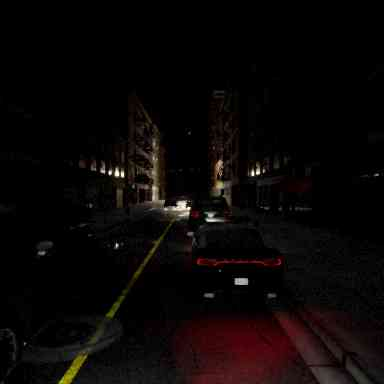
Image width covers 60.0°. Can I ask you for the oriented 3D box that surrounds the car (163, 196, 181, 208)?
[{"bbox_3d":[-3.089,1.578,48.875,2.033,1.411,5.357,0,0,0],"label":"car"}]

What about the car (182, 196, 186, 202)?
[{"bbox_3d":[0.033,1.577,46.862,2.033,1.411,5.357,0,0,1],"label":"car"}]

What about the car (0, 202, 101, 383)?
[{"bbox_3d":[-3.099,1.222,5.324,2.150,2.045,5.566,0,0,0],"label":"car"}]

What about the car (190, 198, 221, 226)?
[{"bbox_3d":[0.905,1.361,24.504,2.097,1.767,4.553,0,0,0],"label":"car"}]

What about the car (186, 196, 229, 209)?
[{"bbox_3d":[0.904,1.231,18.565,2.150,2.045,5.566,0,0,0],"label":"car"}]

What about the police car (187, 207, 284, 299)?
[{"bbox_3d":[0.901,1.427,8.644,1.930,1.638,5.238,0,0,0],"label":"police car"}]
